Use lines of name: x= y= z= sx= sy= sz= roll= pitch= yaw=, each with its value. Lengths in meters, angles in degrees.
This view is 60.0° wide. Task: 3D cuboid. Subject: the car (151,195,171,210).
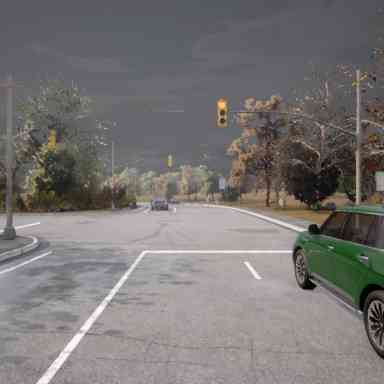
car: x=-4.155 y=1.428 z=43.246 sx=2.097 sy=1.767 sz=4.553 roll=0 pitch=-1 yaw=-4

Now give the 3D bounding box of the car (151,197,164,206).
car: x=-7.061 y=1.870 z=66.965 sx=2.097 sy=1.767 sz=4.553 roll=0 pitch=-1 yaw=-12

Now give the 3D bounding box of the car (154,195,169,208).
car: x=-4.987 y=1.447 z=53.655 sx=2.150 sy=2.045 sz=5.566 roll=0 pitch=-1 yaw=-7

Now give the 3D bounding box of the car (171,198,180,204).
car: x=-4.601 y=2.359 z=82.953 sx=2.128 sy=1.511 sz=4.902 roll=0 pitch=-1 yaw=-22

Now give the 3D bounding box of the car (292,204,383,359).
car: x=3.586 y=1.221 z=6.026 sx=2.150 sy=2.045 sz=5.566 roll=0 pitch=0 yaw=0
